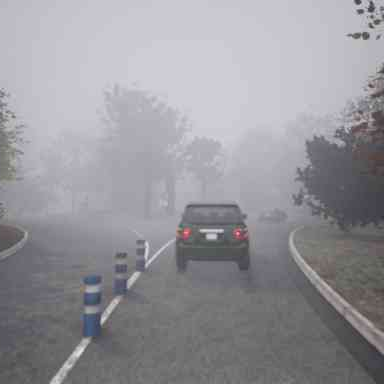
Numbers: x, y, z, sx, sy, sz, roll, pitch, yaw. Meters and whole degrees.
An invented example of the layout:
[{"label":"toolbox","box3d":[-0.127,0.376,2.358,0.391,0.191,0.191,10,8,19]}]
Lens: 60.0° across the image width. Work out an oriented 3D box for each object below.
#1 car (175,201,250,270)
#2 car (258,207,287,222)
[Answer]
[{"label":"car","box3d":[0.754,1.333,11.532,2.150,2.045,5.566,0,-1,5]},{"label":"car","box3d":[7.795,2.135,31.900,1.994,1.385,4.181,-1,-1,28]}]
